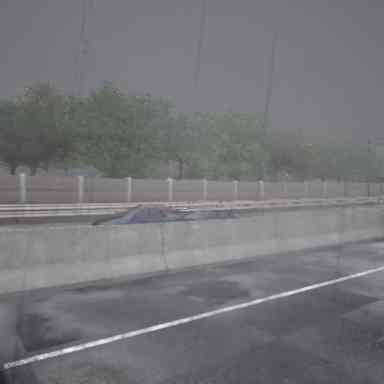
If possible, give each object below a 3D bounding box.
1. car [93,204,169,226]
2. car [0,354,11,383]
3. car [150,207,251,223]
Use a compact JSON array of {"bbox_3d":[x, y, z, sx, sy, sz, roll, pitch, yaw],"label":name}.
[{"bbox_3d":[-2.927,1.626,19.098,5.357,1.411,2.033,0,0,-35],"label":"car"},{"bbox_3d":[-3.464,1.469,1.399,4.892,1.490,1.837,1,-1,-35],"label":"car"},{"bbox_3d":[0.808,1.633,17.464,5.357,1.411,2.033,0,0,-35],"label":"car"}]
